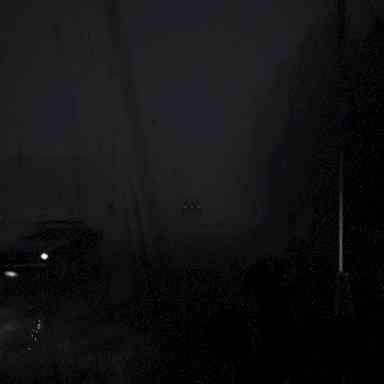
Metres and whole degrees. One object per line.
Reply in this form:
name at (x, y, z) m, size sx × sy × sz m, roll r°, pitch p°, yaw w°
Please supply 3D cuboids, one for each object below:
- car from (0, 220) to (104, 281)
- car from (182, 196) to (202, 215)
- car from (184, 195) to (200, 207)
car at (-4.098, 1.543, 9.755) m, size 1.895 × 1.301 × 4.718 m, roll 0°, pitch 0°, yaw 0°
car at (-0.003, 1.361, 31.896) m, size 2.033 × 1.411 × 5.357 m, roll 0°, pitch 0°, yaw 0°
car at (0.023, 1.227, 45.442) m, size 2.128 × 1.511 × 4.902 m, roll 0°, pitch 0°, yaw 0°
